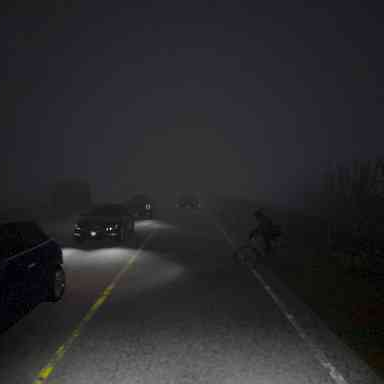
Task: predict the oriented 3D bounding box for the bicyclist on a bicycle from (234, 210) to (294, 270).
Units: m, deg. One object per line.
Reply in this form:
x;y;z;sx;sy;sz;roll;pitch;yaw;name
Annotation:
1.961;1.327;9.012;1.656;1.620;0.582;0;1;-1;bicyclist on a bicycle

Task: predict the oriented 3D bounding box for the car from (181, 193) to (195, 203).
-0.530;0.873;49.511;1.994;1.385;4.181;0;1;0;car

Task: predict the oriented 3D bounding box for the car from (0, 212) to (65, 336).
-3.643;1.282;4.955;2.097;1.767;4.553;0;1;-1;car

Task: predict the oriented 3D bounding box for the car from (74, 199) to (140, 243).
-3.765;1.296;15.004;1.837;1.490;4.892;0;1;-1;car

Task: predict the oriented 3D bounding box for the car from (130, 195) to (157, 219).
-3.874;1.004;25.035;2.097;1.767;4.553;0;1;-1;car

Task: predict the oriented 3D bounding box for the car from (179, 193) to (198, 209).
-0.356;1.103;35.699;1.895;1.301;4.718;0;1;0;car
